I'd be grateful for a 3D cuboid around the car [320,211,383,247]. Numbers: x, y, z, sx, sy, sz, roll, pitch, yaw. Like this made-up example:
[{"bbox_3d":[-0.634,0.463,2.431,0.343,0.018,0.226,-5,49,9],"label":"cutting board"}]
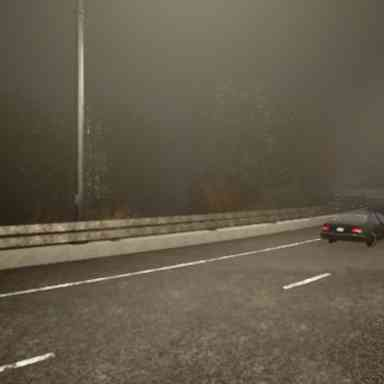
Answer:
[{"bbox_3d":[7.750,1.553,15.123,5.357,1.411,2.033,0,0,-44],"label":"car"}]
